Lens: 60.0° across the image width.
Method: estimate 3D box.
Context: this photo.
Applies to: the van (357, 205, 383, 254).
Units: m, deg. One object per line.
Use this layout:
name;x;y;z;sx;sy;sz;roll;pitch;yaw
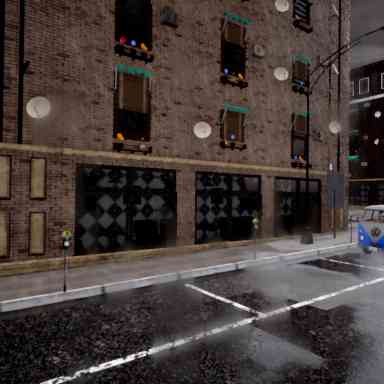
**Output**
van;7.635;1.345;12.093;3.998;1.788;1.690;0;1;-35
